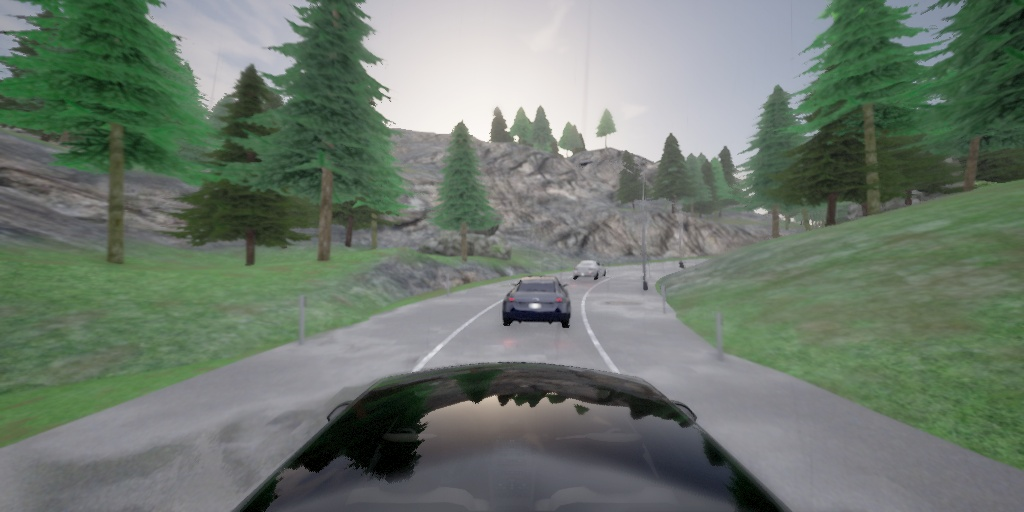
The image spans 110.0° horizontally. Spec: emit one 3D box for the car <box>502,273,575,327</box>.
[{"bbox_3d":[0.899,1.313,11.700,1.994,1.385,4.181,0,0,8],"label":"car"}]

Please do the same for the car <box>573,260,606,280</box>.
[{"bbox_3d":[6.176,1.061,28.334,1.812,1.442,4.674,-1,1,26],"label":"car"}]
